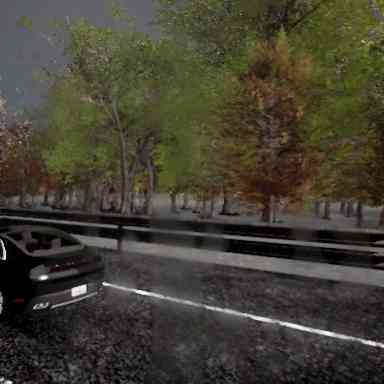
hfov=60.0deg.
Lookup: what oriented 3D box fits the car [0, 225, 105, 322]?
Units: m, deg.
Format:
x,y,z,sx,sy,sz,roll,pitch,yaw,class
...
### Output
x,y,z,sx,sy,sz,roll,pitch,yaw,class
-4.010,1.476,7.152,4.892,1.490,1.837,0,0,33,car
